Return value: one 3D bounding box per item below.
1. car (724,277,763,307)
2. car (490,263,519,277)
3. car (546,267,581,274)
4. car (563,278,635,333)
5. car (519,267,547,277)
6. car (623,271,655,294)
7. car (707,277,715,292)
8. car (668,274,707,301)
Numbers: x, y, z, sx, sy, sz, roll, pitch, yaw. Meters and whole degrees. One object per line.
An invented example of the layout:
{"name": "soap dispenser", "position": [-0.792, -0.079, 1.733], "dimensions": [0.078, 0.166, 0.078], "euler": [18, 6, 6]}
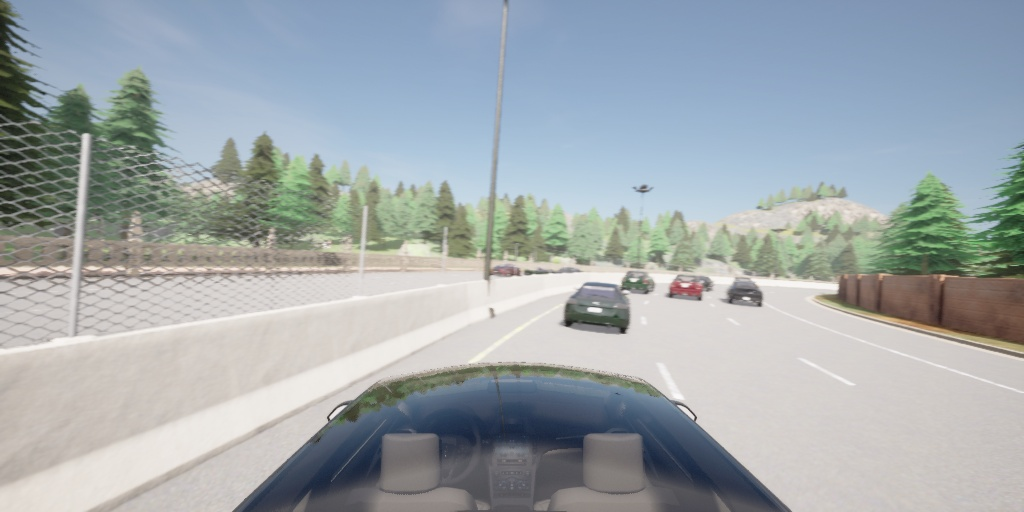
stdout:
{"name": "car", "position": [15.737, 2.482, 24.449], "dimensions": [1.837, 1.490, 4.892], "euler": [4, 0, 28]}
{"name": "car", "position": [-0.671, 1.494, 38.500], "dimensions": [1.994, 1.385, 4.181], "euler": [4, -1, 30]}
{"name": "car", "position": [5.476, 1.842, 35.173], "dimensions": [1.837, 1.490, 4.892], "euler": [4, -1, 30]}
{"name": "car", "position": [3.005, 1.586, 12.303], "dimensions": [1.994, 1.385, 4.181], "euler": [4, 0, 17]}
{"name": "car", "position": [3.047, 1.785, 37.980], "dimensions": [1.895, 1.301, 4.718], "euler": [4, 0, 31]}
{"name": "car", "position": [10.167, 1.971, 28.814], "dimensions": [2.097, 1.767, 4.553], "euler": [4, 0, 28]}
{"name": "car", "position": [19.920, 2.854, 37.550], "dimensions": [1.837, 1.490, 4.892], "euler": [4, 0, 36]}
{"name": "car", "position": [12.692, 2.128, 26.089], "dimensions": [2.097, 1.767, 4.553], "euler": [4, 0, 27]}
